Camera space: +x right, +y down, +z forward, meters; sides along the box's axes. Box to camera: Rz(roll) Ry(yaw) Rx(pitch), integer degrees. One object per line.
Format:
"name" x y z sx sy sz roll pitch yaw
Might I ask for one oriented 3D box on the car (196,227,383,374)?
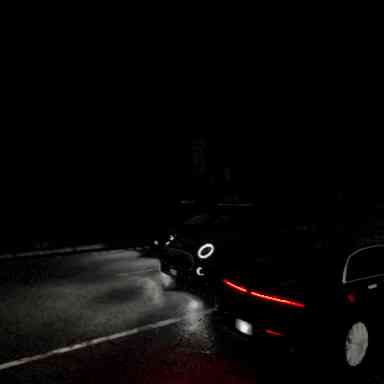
"car" 2.623 1.477 5.606 4.892 1.490 1.837 1 0 -36

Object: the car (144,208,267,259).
"car" 0.641 1.481 13.037 4.674 1.442 1.812 -1 0 -35

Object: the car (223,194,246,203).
"car" 6.442 1.083 53.036 1.882 1.535 5.008 -1 1 -39

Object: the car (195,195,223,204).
"car" 2.304 1.217 52.610 1.994 1.385 4.181 -1 1 -39

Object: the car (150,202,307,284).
"car" 1.383 1.320 9.268 4.553 1.767 2.097 -1 0 -35
